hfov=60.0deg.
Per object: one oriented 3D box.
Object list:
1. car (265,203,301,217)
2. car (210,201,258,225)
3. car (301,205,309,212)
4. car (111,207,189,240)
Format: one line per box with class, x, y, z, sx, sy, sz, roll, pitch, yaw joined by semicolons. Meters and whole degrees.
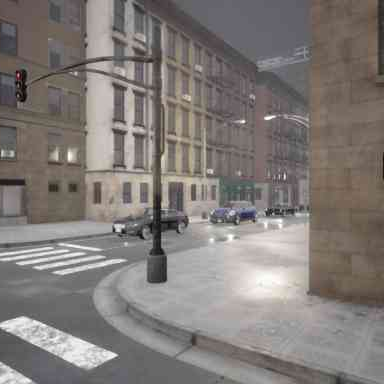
car;8.976;1.777;33.316;1.895;1.301;4.718;0;0;35
car;3.254;1.476;25.306;2.097;1.767;4.553;0;0;36
car;14.890;1.832;41.566;1.895;1.301;4.718;0;0;36
car;-2.086;1.568;17.788;2.128;1.511;4.902;0;0;35
